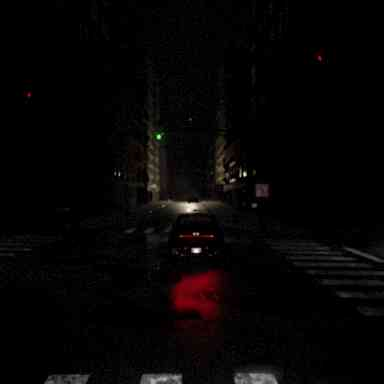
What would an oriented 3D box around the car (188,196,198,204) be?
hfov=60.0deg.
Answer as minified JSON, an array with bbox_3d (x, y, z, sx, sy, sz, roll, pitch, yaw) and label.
[{"bbox_3d":[0.226,1.598,68.055,2.097,1.767,4.553,0,0,0],"label":"car"}]

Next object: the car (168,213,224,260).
[{"bbox_3d":[0.143,1.547,12.590,1.837,1.490,4.892,0,0,0],"label":"car"}]
